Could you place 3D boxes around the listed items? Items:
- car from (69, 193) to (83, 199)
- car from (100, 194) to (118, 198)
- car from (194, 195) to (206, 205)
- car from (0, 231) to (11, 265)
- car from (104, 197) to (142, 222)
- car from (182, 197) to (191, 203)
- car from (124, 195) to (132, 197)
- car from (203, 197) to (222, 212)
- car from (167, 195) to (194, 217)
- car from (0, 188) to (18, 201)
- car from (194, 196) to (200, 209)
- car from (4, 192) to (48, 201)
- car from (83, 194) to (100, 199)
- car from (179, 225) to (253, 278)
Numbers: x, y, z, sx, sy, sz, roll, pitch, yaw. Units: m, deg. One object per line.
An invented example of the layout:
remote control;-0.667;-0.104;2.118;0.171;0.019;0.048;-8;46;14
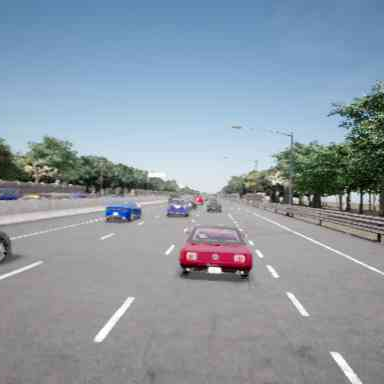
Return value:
car;-23.545;0.933;68.507;1.882;1.535;5.008;2;0;4
car;-16.565;1.203;68.063;1.882;1.535;5.008;2;0;4
car;1.260;1.739;72.709;2.150;2.045;5.566;2;0;4
car;-6.443;1.301;8.057;1.837;1.490;4.892;2;0;4
car;-5.242;1.418;26.004;1.882;1.535;5.008;2;0;4
car;-1.422;2.033;85.883;1.812;1.442;4.674;2;0;4
car;-13.076;1.384;67.840;1.812;1.442;4.674;2;0;4
car;3.028;1.877;45.461;2.128;1.511;4.902;2;0;4
car;-1.229;1.494;33.680;2.097;1.767;4.553;2;0;4
car;-18.858;0.651;32.029;2.150;2.045;5.566;2;0;4
car;-0.146;1.823;50.678;1.812;1.442;4.674;2;0;4
car;-15.365;1.086;31.975;1.882;1.535;5.008;2;0;4
car;-20.058;1.143;68.284;1.994;1.385;4.181;2;0;4
car;0.738;1.687;10.558;1.895;1.301;4.718;2;0;4
